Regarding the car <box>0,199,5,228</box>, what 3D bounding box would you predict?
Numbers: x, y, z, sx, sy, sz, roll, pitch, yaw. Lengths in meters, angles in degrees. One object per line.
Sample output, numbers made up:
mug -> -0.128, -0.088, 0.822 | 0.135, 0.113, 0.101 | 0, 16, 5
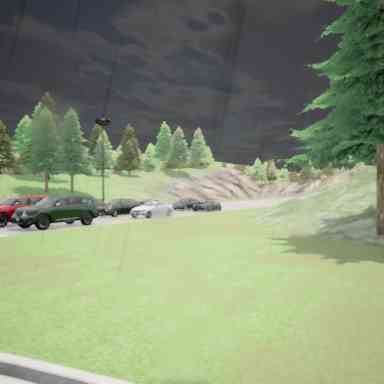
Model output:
car -> -12.086, 1.284, 23.332 | 2.150, 2.045, 5.566 | 0, 0, 33

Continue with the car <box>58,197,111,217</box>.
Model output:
car -> -10.399, 1.411, 32.481 | 2.097, 1.767, 4.553 | 0, 0, 33

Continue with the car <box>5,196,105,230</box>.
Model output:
car -> -8.804, 1.269, 21.962 | 2.150, 2.045, 5.566 | 0, 0, 33

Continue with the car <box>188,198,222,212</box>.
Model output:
car -> 1.771, 1.571, 38.522 | 1.994, 1.385, 4.181 | 0, 0, 33

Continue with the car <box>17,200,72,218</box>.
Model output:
car -> -14.384, 1.602, 32.715 | 1.812, 1.442, 4.674 | 0, 0, 33

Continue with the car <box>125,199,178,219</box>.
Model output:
car -> -3.557, 1.553, 30.192 | 1.812, 1.442, 4.674 | 0, 0, 33

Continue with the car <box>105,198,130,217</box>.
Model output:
car -> -6.930, 1.395, 31.412 | 2.097, 1.767, 4.553 | 0, 0, 33

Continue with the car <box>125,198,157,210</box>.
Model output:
car -> -6.758, 1.611, 44.677 | 1.994, 1.385, 4.181 | 0, 0, 33

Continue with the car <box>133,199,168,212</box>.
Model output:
car -> -5.065, 1.603, 40.827 | 1.994, 1.385, 4.181 | 0, 0, 33

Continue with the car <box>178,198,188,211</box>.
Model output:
car -> -0.721, 1.519, 41.124 | 1.837, 1.490, 4.892 | 0, 1, 33
